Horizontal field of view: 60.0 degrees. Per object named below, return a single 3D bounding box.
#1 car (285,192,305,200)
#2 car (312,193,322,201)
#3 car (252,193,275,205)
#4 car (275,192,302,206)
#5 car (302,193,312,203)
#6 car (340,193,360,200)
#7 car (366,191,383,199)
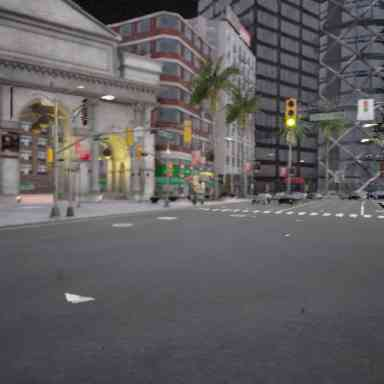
[{"bbox_3d":[19.535,0.718,63.022,2.128,1.511,4.902,1,1,37],"label":"car"},{"bbox_3d":[22.478,0.849,61.102,1.994,1.385,4.181,1,1,37],"label":"car"},{"bbox_3d":[9.652,0.899,45.571,1.837,1.490,4.892,1,1,27],"label":"car"},{"bbox_3d":[12.753,1.051,43.953,1.895,1.301,4.718,1,1,27],"label":"car"},{"bbox_3d":[17.214,0.868,52.566,1.837,1.490,4.892,1,1,27],"label":"car"},{"bbox_3d":[30.904,0.849,65.046,5.357,1.411,2.033,0,1,-41],"label":"car"},{"bbox_3d":[39.476,0.659,71.031,4.553,1.767,2.097,0,1,-25],"label":"car"}]
